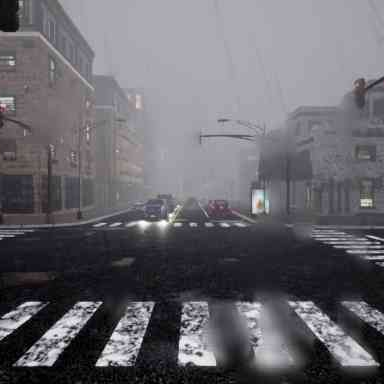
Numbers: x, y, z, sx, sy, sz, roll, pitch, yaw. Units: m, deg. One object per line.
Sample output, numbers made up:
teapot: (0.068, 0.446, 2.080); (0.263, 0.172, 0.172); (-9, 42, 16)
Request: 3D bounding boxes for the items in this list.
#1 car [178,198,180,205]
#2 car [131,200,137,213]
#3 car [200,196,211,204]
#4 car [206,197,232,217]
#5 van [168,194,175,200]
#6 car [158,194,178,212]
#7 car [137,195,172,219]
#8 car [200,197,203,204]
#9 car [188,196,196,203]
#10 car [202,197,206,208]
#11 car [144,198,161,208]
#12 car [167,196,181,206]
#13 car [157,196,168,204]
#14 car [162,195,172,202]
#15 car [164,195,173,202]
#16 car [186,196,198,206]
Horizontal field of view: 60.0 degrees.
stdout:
car: (-3.157, 1.584, 48.465); (1.994, 1.385, 4.181); (0, 0, 0)
car: (-5.748, 1.561, 37.473); (2.008, 1.369, 4.403); (0, 0, 0)
car: (2.592, 1.591, 65.981); (2.008, 1.369, 4.403); (-1, 0, 0)
car: (2.639, 1.446, 31.801); (1.967, 1.590, 4.097); (0, 0, 0)
van: (-5.832, 1.430, 94.440); (1.690, 1.788, 3.998); (-1, 0, 0)
car: (-3.150, 1.233, 38.506); (2.150, 2.045, 5.566); (0, 0, 0)
car: (-3.139, 1.356, 28.928); (2.097, 1.767, 4.553); (0, 0, 0)
car: (2.616, 1.571, 48.892); (2.008, 1.369, 4.403); (0, 0, 0)
car: (-0.020, 1.572, 70.761); (1.812, 1.442, 4.674); (0, 0, 0)
car: (2.624, 1.597, 43.194); (1.802, 1.307, 4.206); (0, 0, 0)
car: (-5.764, 1.571, 48.867); (2.008, 1.369, 4.403); (0, 0, 0)
car: (-3.141, 1.521, 58.502); (2.128, 1.511, 4.902); (0, 0, 0)
car: (-5.789, 1.565, 65.787); (1.752, 1.417, 4.829); (0, 0, 0)
car: (-5.807, 1.497, 77.349); (1.967, 1.590, 4.097); (0, 0, 0)
car: (-5.813, 1.592, 82.876); (1.752, 1.417, 4.829); (-1, 0, 0)
car: (0.021, 1.531, 56.826); (1.837, 1.490, 4.892); (0, -1, 0)
